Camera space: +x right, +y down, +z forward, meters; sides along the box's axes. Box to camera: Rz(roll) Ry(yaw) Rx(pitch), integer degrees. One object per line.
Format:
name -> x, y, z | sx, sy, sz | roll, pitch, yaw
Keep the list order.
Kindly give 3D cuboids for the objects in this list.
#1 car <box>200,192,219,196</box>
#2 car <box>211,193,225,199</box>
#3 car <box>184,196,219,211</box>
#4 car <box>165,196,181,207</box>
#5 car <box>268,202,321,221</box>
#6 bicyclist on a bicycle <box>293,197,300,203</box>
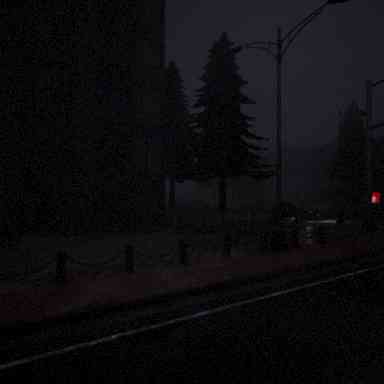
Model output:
car -> 5.153, 1.131, 92.441 | 1.932, 1.855, 4.605 | 0, 0, -37
car -> 7.241, 1.112, 94.504 | 1.905, 1.878, 3.866 | 0, 0, -37
car -> 1.426, 1.500, 37.522 | 1.882, 1.535, 5.008 | 0, 0, -37
car -> -3.599, 1.624, 50.448 | 1.895, 1.301, 4.718 | 0, 0, -34
car -> 8.561, 1.548, 28.108 | 1.812, 1.442, 4.674 | 0, 0, -37
bicyclist on a bicycle -> 11.465, 1.326, 36.637 | 1.656, 1.620, 0.582 | 0, 0, -37
